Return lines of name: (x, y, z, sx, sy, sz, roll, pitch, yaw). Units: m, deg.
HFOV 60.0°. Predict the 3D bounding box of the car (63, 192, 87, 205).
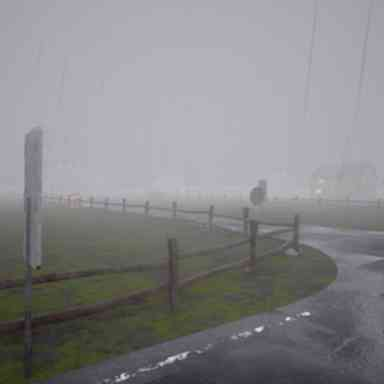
car: (-16.249, 0.866, 46.205, 2.097, 1.767, 4.553, 1, 0, -36)
